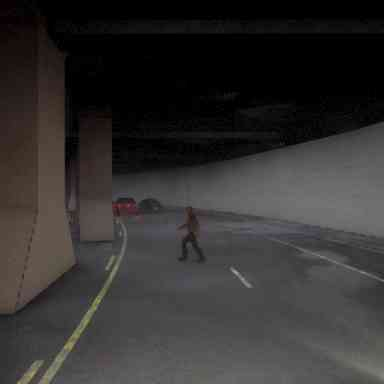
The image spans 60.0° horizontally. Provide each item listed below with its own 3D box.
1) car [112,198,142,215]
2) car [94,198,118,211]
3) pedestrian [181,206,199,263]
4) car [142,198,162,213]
[{"bbox_3d":[-6.877,1.352,33.766,2.097,1.767,4.553,0,0,-22],"label":"car"},{"bbox_3d":[-11.151,1.526,42.773,1.812,1.442,4.674,0,0,-29],"label":"car"},{"bbox_3d":[-0.063,1.294,10.438,0.375,1.860,0.375,0,0,-7],"label":"pedestrian"},{"bbox_3d":[-4.927,1.504,38.010,1.837,1.490,4.892,0,0,-24],"label":"car"}]
